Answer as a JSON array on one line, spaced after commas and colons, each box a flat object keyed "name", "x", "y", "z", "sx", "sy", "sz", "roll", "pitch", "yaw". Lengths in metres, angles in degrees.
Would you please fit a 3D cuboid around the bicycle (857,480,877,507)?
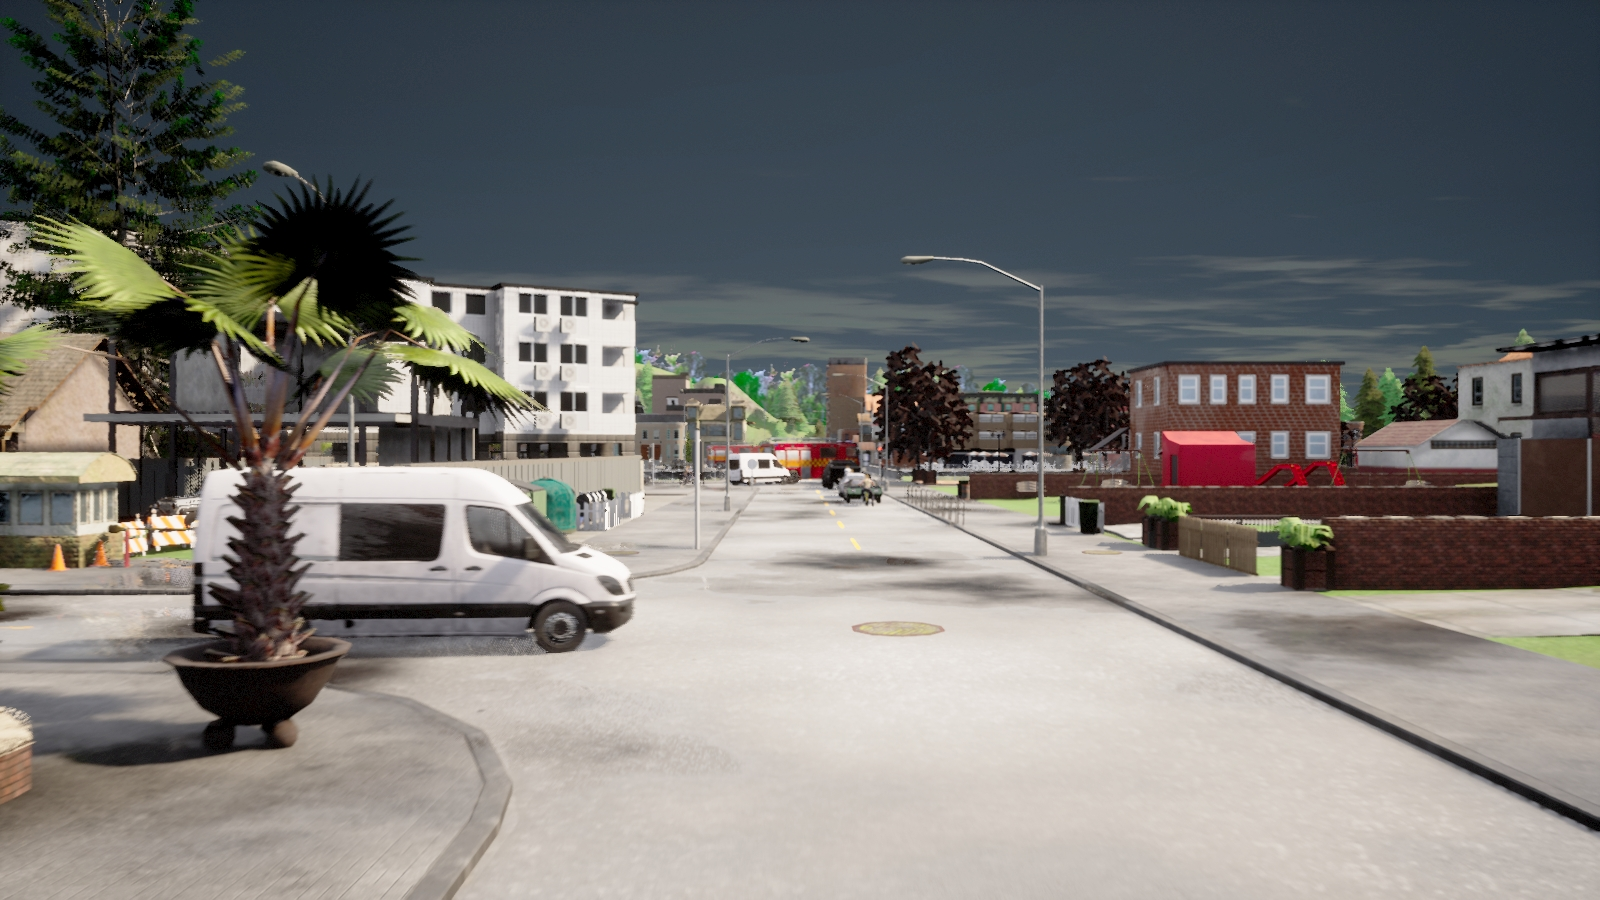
[{"name": "bicycle", "x": 3.311, "y": 2.158, "z": 56.631, "sx": 0.859, "sy": 1.276, "sz": 1.487, "roll": 0, "pitch": 0, "yaw": -1}]

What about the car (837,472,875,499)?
[{"name": "car", "x": 3.274, "y": 2.081, "z": 67.989, "sx": 2.002, "sy": 1.442, "sz": 4.674, "roll": 0, "pitch": 0, "yaw": -1}]

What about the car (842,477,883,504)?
[{"name": "car", "x": 3.302, "y": 2.155, "z": 61.447, "sx": 1.895, "sy": 1.301, "sz": 4.718, "roll": 0, "pitch": 0, "yaw": -1}]

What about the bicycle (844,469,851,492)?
[{"name": "bicycle", "x": 3.191, "y": 2.056, "z": 76.586, "sx": 0.373, "sy": 1.496, "sz": 1.643, "roll": 0, "pitch": 0, "yaw": -1}]

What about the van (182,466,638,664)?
[{"name": "van", "x": -5.332, "y": 1.535, "z": 16.420, "sx": 5.915, "sy": 2.561, "sz": 1.988, "roll": 0, "pitch": 0, "yaw": -7}]
